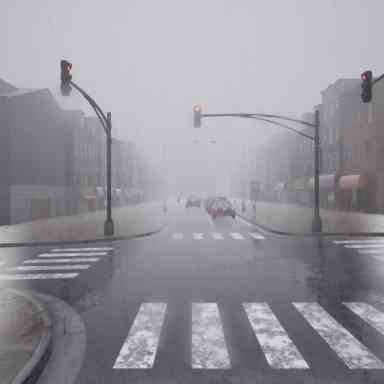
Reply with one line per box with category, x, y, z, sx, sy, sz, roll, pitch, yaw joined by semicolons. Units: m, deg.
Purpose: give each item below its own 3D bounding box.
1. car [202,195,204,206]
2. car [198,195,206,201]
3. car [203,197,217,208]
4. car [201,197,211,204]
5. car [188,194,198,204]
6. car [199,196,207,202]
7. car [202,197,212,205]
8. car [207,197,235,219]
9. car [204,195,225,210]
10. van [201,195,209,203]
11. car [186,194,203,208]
car;2.715;1.374;40.426;2.192;1.841;5.009;-1;0;0
car;2.833;1.712;94.450;1.967;1.590;4.097;-1;0;0
car;2.740;1.531;51.231;1.967;1.590;4.097;-1;0;0
car;2.776;1.675;67.607;1.752;1.417;4.829;-1;0;0
car;0.238;1.374;68.113;2.150;2.045;5.566;0;0;1
car;2.811;1.801;83.644;1.802;1.307;4.206;-1;0;0
car;2.764;1.654;62.205;1.752;1.417;4.829;-1;0;0
car;2.693;1.473;29.621;1.967;1.590;4.097;-1;0;0
car;2.704;1.360;35.024;2.192;1.841;5.009;-1;0;0
van;2.785;1.512;72.841;1.690;1.788;3.998;-1;0;0
car;0.211;1.442;50.998;2.097;1.767;4.553;0;0;0
